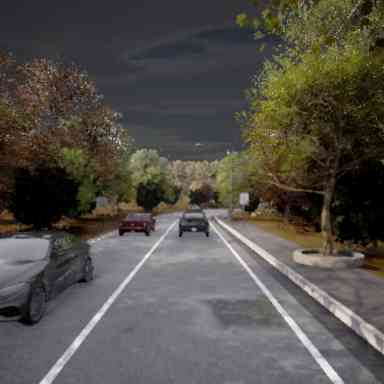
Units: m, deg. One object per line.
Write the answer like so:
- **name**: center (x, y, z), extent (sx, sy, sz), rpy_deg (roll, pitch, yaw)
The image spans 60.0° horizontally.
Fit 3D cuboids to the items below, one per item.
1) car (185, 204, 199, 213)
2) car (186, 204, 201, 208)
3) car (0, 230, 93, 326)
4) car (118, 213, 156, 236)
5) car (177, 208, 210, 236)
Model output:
- **car**: center (-0.014, 3.257, 66.510), extent (1.837, 1.490, 4.892), rpy_deg (0, -1, 12)
- **car**: center (0.577, 2.670, 45.030), extent (1.837, 1.490, 4.892), rpy_deg (0, -1, 4)
- **car**: center (-3.585, 1.619, 7.366), extent (1.812, 1.442, 4.674), rpy_deg (0, -1, 0)
- **car**: center (-3.555, 2.106, 22.188), extent (1.895, 1.301, 4.718), rpy_deg (0, -2, 0)
- **car**: center (0.118, 1.995, 21.654), extent (1.837, 1.490, 4.892), rpy_deg (0, -2, 0)
